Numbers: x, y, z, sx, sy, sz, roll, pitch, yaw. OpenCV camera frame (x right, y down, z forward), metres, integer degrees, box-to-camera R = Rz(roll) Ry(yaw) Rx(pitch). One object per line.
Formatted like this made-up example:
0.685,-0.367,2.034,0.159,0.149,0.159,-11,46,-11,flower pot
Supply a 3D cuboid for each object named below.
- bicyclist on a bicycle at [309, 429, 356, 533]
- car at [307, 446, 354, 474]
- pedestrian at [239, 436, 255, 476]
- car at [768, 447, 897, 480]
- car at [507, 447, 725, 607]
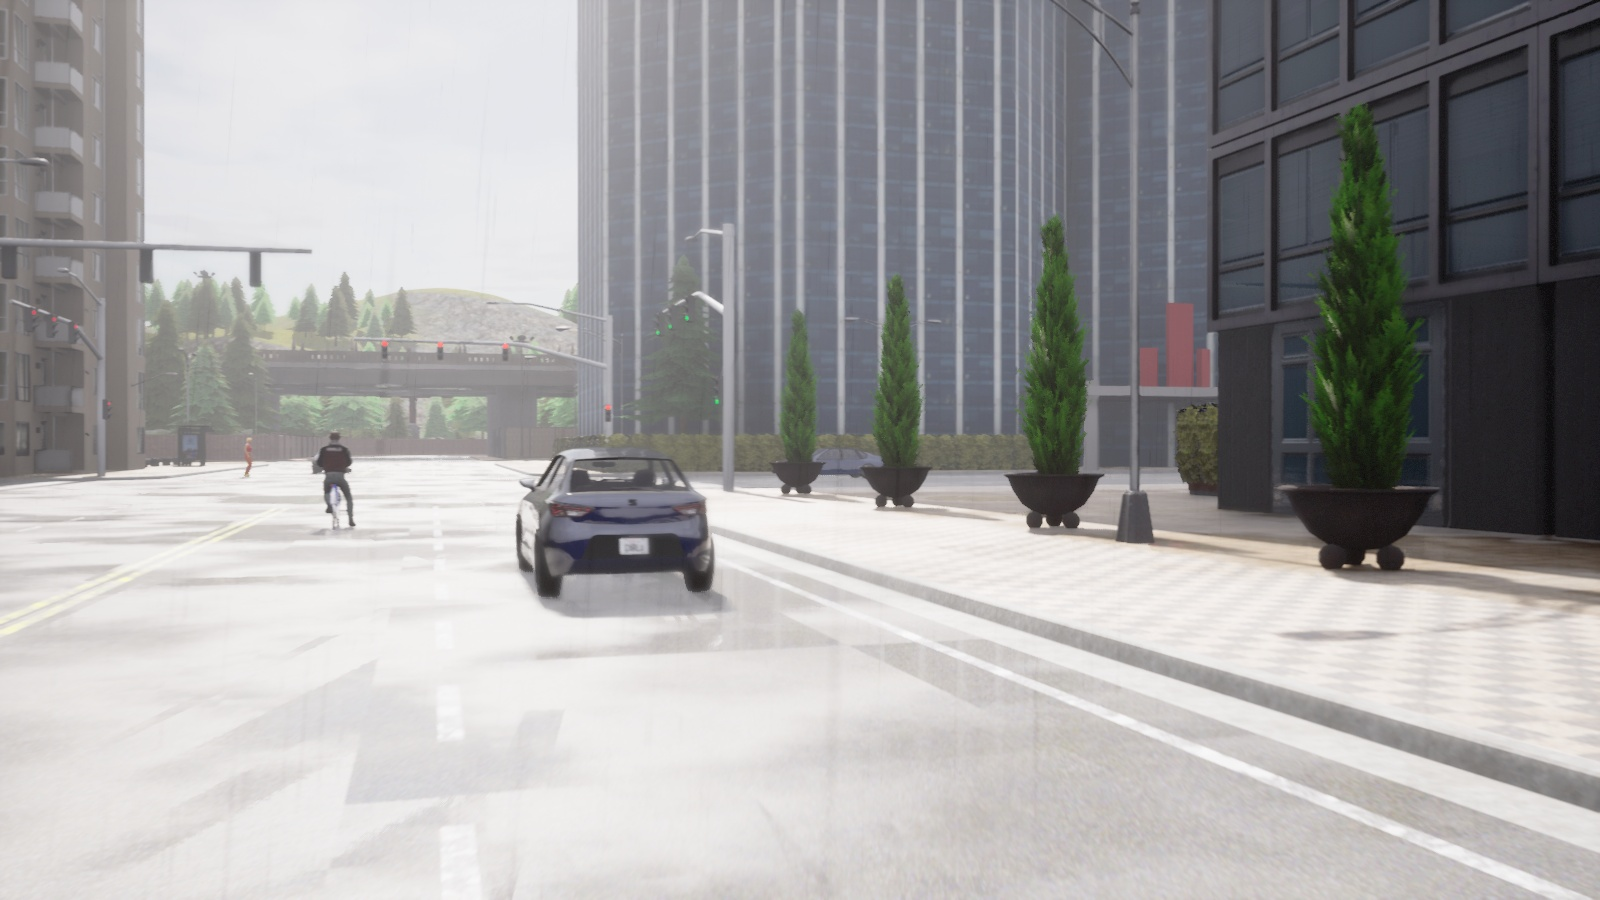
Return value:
-8.359,0.524,22.492,0.659,1.776,1.843,0,0,-16,bicyclist on a bicycle
-25.436,0.512,68.204,2.033,1.411,5.357,0,0,-16,car
-25.640,0.271,58.205,0.594,1.836,0.345,0,0,-2,pedestrian
1.449,0.583,55.941,5.357,1.411,2.033,0,0,-17,car
-2.184,0.706,13.891,1.816,1.474,4.193,0,0,-16,car
